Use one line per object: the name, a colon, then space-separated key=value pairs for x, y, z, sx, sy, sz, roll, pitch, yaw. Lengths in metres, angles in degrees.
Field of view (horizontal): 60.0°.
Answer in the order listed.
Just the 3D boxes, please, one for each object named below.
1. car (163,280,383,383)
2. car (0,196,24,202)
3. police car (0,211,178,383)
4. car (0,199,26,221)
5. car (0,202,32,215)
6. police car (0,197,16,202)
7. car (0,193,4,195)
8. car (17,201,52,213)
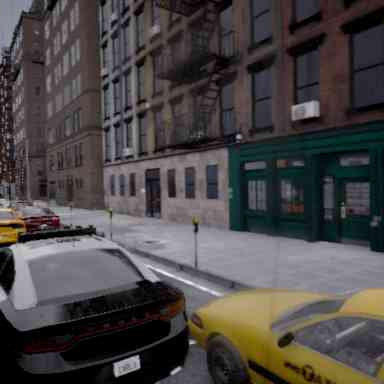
car: x=1.778 y=1.416 z=2.779 sx=1.752 sy=1.417 sz=4.829 roll=-2 pitch=1 yaw=-35
car: x=-11.145 y=1.248 z=21.270 sx=1.967 sy=1.590 sz=4.097 roll=-2 pitch=1 yaw=-35
police car: x=-2.073 y=1.357 z=5.123 sx=1.930 sy=1.638 sz=5.238 roll=-2 pitch=1 yaw=-35
car: x=-14.398 y=1.331 z=25.930 sx=1.887 sy=1.381 sz=4.507 roll=-2 pitch=1 yaw=-35
car: x=-7.840 y=1.380 z=13.193 sx=1.882 sy=1.535 sz=5.008 roll=-2 pitch=1 yaw=-33
police car: x=-11.316 y=1.301 z=18.149 sx=1.930 sy=1.638 sz=5.238 roll=-2 pitch=1 yaw=-37
car: x=-20.912 y=1.059 z=35.241 sx=2.192 sy=1.841 sz=5.009 roll=-2 pitch=1 yaw=-35
car: x=-7.888 y=1.374 z=16.614 sx=1.887 sy=1.381 sz=4.507 roll=-2 pitch=1 yaw=-35
